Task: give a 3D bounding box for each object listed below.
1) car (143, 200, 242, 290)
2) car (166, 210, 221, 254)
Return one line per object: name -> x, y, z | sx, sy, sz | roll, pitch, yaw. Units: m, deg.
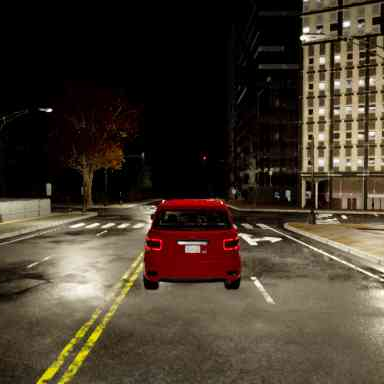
car -> -0.023, 1.218, 9.215 | 2.150, 2.045, 5.566 | 0, 0, -1
car -> 0.062, 1.560, 14.154 | 1.994, 1.385, 4.181 | 0, 0, 0
